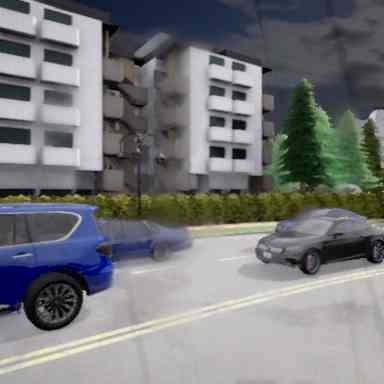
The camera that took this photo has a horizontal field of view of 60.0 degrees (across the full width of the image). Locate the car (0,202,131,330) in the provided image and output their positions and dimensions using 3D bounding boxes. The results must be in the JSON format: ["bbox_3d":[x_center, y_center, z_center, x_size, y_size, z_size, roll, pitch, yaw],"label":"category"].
[{"bbox_3d":[-4.043,1.224,5.333,5.566,2.045,2.150,0,0,-36],"label":"car"}]

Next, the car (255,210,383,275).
[{"bbox_3d":[4.141,1.485,10.342,4.674,1.442,1.812,0,0,-28],"label":"car"}]

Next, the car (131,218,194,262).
[{"bbox_3d":[-2.544,1.531,10.478,5.357,1.411,2.033,0,0,-34],"label":"car"}]

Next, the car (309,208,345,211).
[{"bbox_3d":[6.017,1.466,15.166,4.674,1.442,1.812,0,0,-23],"label":"car"}]
